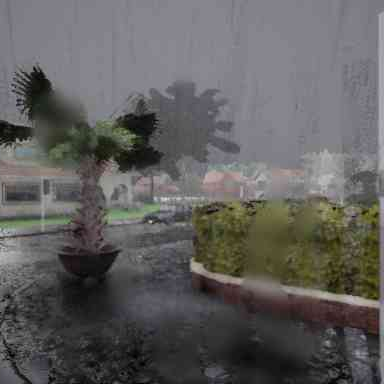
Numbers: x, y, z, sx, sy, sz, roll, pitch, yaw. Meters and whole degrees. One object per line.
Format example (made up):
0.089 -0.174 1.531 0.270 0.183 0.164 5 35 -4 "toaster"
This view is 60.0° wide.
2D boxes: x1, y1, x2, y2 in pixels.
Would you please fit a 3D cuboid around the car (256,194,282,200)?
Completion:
8.802 1.283 38.389 2.150 2.045 5.566 0 -1 36 "car"

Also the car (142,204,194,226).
-1.234 1.605 24.484 2.033 1.411 5.357 0 0 36 "car"
